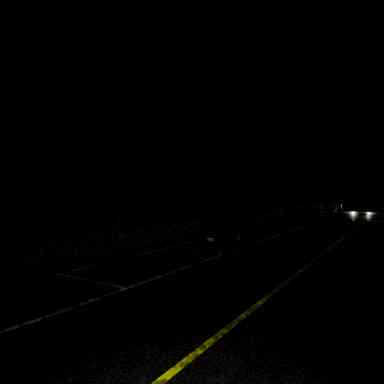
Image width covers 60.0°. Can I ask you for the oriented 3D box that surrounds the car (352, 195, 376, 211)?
[{"bbox_3d":[20.640,1.481,40.190,1.882,1.535,5.008,0,0,32],"label":"car"}]

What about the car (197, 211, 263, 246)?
[{"bbox_3d":[1.917,1.566,15.417,1.947,1.339,4.313,0,0,32],"label":"car"}]

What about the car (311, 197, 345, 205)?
[{"bbox_3d":[24.747,1.561,60.741,5.357,1.411,2.033,0,0,44],"label":"car"}]

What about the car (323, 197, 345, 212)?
[{"bbox_3d":[16.622,1.442,38.804,1.967,1.590,4.097,0,0,32],"label":"car"}]

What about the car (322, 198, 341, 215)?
[{"bbox_3d":[13.681,1.567,34.127,1.947,1.339,4.313,0,0,32],"label":"car"}]

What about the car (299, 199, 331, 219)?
[{"bbox_3d":[10.740,1.583,29.450,1.802,1.307,4.206,0,0,32],"label":"car"}]
